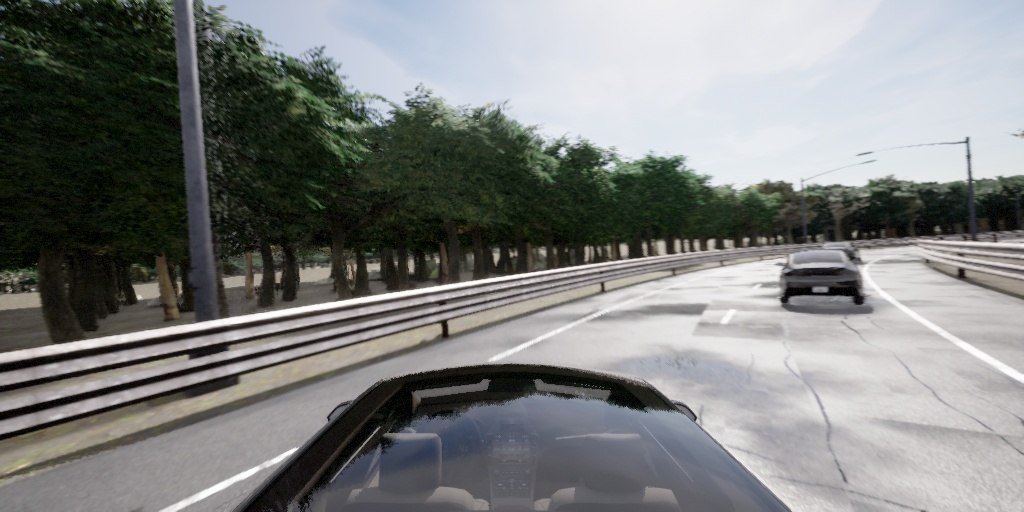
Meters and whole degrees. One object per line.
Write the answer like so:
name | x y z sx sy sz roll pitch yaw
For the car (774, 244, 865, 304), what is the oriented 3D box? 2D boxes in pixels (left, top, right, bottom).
car | 9.724 0.564 11.452 1.837 1.490 4.892 -5 -1 39

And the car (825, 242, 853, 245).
car | 23.139 -0.228 25.327 4.892 1.490 1.837 -3 -1 -41
